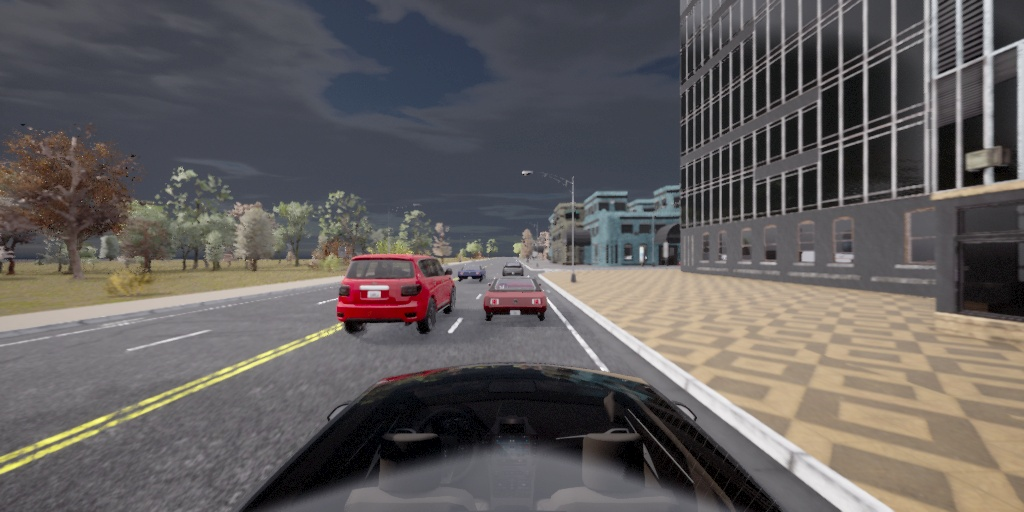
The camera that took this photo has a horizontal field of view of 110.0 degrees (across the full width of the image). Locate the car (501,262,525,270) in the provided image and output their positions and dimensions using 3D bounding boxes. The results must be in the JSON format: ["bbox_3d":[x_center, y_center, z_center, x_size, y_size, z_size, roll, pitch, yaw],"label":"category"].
[{"bbox_3d":[0.102,1.238,32.216,2.128,1.511,4.902,0,0,0],"label":"car"}]

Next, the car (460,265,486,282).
[{"bbox_3d":[-3.147,1.347,29.077,1.895,1.301,4.718,0,0,0],"label":"car"}]

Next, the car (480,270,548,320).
[{"bbox_3d":[0.100,1.350,12.560,1.895,1.301,4.718,0,0,0],"label":"car"}]

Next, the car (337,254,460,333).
[{"bbox_3d":[-3.150,0.970,10.880,2.150,2.045,5.566,0,0,0],"label":"car"}]
